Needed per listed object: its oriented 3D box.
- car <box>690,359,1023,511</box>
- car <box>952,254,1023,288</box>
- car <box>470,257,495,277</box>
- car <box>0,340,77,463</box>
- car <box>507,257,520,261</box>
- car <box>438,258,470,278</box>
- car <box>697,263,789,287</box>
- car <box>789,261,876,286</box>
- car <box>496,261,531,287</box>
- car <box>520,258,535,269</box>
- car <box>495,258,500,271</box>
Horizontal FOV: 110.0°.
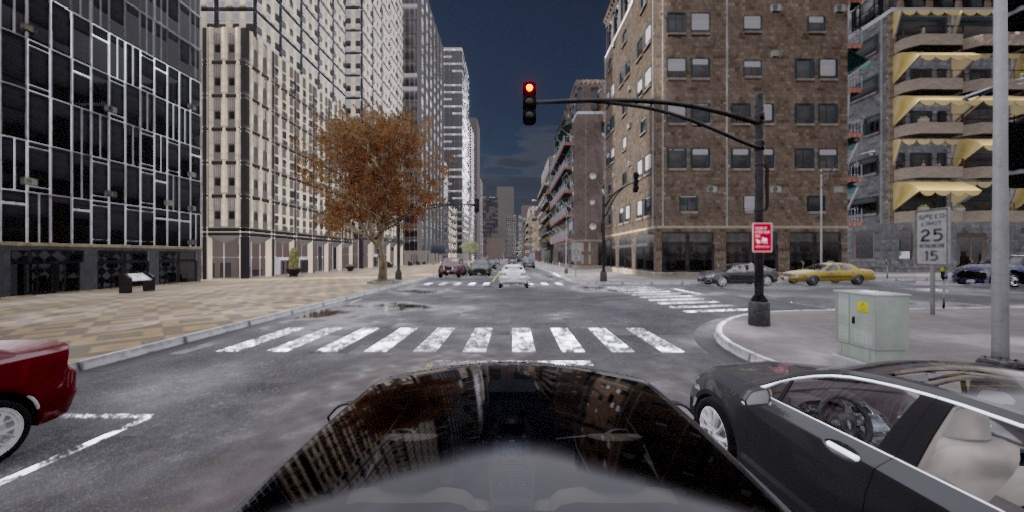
[{"bbox_3d":[2.688,1.300,2.031,2.007,1.370,4.403,0,0,0],"label":"car"},{"bbox_3d":[26.494,0.710,18.988,4.553,1.767,2.097,-1,0,-1],"label":"car"},{"bbox_3d":[-3.101,1.104,35.886,2.097,1.767,4.553,0,0,0],"label":"car"},{"bbox_3d":[-5.692,1.295,2.030,1.888,1.381,4.507,0,0,0],"label":"car"},{"bbox_3d":[-0.007,1.294,64.156,1.812,1.442,4.674,0,0,0],"label":"car"},{"bbox_3d":[-5.695,1.066,34.418,2.192,1.841,5.009,0,0,0],"label":"car"},{"bbox_3d":[13.433,1.087,21.448,4.403,1.370,2.007,0,0,-1],"label":"car"},{"bbox_3d":[18.830,0.985,21.503,4.829,1.417,1.751,0,0,-1],"label":"car"},{"bbox_3d":[0.097,1.274,24.038,1.812,1.442,4.674,0,0,0],"label":"car"},{"bbox_3d":[2.685,1.328,56.509,1.948,1.339,4.313,0,0,0],"label":"car"},{"bbox_3d":[-3.095,1.264,51.007,1.837,1.490,4.892,0,0,0],"label":"car"}]
